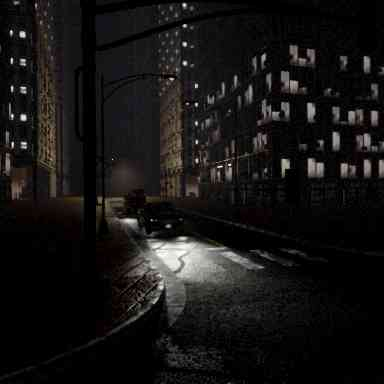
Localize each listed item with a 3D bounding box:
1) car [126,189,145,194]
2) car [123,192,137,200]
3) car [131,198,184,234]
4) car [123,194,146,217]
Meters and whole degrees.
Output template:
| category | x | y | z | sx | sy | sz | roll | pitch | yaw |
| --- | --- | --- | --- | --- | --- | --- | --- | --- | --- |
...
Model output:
| category | x | y | z | sx | sy | sz | roll | pitch | yaw |
| --- | --- | --- | --- | --- | --- | --- | --- | --- | --- |
| car | -8.317 | 0.543 | 50.499 | 2.150 | 2.045 | 5.566 | -1 | 1 | -16 |
| car | -11.354 | 0.739 | 60.773 | 1.994 | 1.385 | 4.181 | -1 | 1 | -16 |
| car | -1.782 | 1.293 | 17.856 | 2.128 | 1.511 | 4.902 | -1 | 1 | -16 |
| car | -4.623 | 1.169 | 27.509 | 1.837 | 1.490 | 4.892 | -1 | 1 | -16 |
